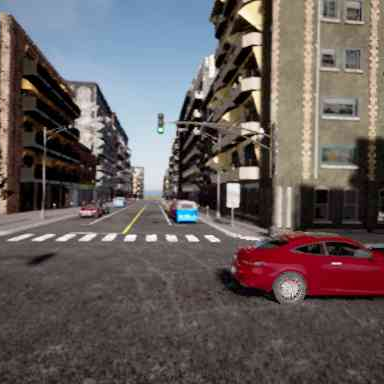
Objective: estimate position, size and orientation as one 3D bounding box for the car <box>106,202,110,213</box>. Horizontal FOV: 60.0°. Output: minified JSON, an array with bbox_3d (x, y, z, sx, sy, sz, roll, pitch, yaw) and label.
[{"bbox_3d":[-10.406,1.803,37.743,1.947,1.339,4.313,1,-1,-6],"label":"car"}]

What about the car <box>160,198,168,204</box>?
[{"bbox_3d":[-7.478,2.447,88.032,1.967,1.590,4.097,0,-1,-6],"label":"car"}]

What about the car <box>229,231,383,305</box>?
[{"bbox_3d":[3.245,1.704,7.960,4.674,1.442,1.812,2,0,-6],"label":"car"}]

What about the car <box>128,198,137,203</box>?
[{"bbox_3d":[-16.535,2.461,92.629,1.947,1.339,4.313,1,-1,-6],"label":"car"}]

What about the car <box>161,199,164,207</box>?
[{"bbox_3d":[-3.177,1.983,49.624,1.967,1.590,4.097,1,-1,-6],"label":"car"}]

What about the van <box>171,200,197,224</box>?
[{"bbox_3d":[-0.557,1.654,27.723,1.690,1.788,3.998,1,-1,-6],"label":"van"}]

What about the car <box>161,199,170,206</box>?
[{"bbox_3d":[-6.225,2.434,77.061,1.947,1.339,4.313,1,-1,-6],"label":"car"}]

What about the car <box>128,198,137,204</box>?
[{"bbox_3d":[-15.291,2.297,81.654,1.887,1.381,4.507,1,-1,-6],"label":"car"}]

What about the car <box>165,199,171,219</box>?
[{"bbox_3d":[-1.265,1.681,33.175,2.192,1.841,5.009,1,-1,-6],"label":"car"}]

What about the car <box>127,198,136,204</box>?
[{"bbox_3d":[-15.926,2.374,87.140,2.008,1.369,4.403,1,-1,-6],"label":"car"}]

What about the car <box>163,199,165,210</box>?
[{"bbox_3d":[-2.574,2.009,44.304,1.752,1.417,4.829,1,-1,-6],"label":"car"}]

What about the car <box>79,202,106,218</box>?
[{"bbox_3d":[-9.783,1.762,32.257,1.802,1.307,4.206,1,-1,-6],"label":"car"}]

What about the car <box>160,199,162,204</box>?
[{"bbox_3d":[-3.801,2.150,55.108,1.887,1.381,4.507,1,-1,-6],"label":"car"}]

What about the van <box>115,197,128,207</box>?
[{"bbox_3d":[-12.898,1.825,59.696,1.690,1.788,3.998,1,-1,-6],"label":"van"}]
